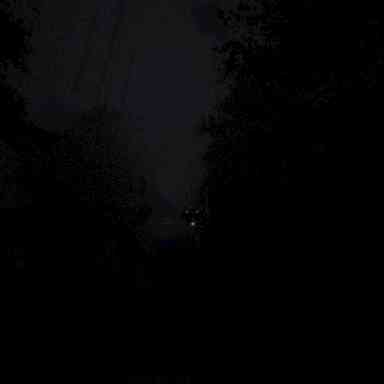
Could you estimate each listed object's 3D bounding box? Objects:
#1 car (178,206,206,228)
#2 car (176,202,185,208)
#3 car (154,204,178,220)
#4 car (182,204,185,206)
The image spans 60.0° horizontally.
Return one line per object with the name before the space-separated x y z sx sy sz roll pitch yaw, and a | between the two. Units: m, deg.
car | 0.060 2.028 25.815 1.895 1.301 4.718 0 -1 0
car | -2.694 3.307 77.853 2.150 2.045 5.566 0 -3 2
car | -2.925 2.249 35.932 1.994 1.385 4.181 0 -2 0
car | -0.015 2.472 42.201 1.895 1.301 4.718 0 -2 0
